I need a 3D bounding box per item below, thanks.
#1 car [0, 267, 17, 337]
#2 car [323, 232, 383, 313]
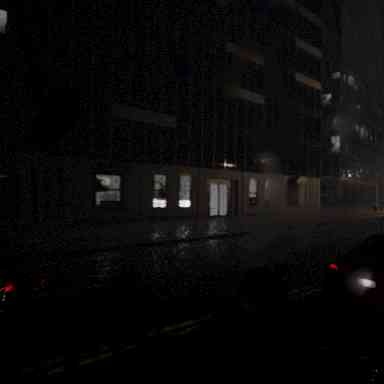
[{"bbox_3d":[-4.680,1.575,4.412,4.181,1.385,1.994,0,0,-36],"label":"car"},{"bbox_3d":[4.636,1.553,7.032,4.181,1.385,1.994,0,0,-38],"label":"car"}]
